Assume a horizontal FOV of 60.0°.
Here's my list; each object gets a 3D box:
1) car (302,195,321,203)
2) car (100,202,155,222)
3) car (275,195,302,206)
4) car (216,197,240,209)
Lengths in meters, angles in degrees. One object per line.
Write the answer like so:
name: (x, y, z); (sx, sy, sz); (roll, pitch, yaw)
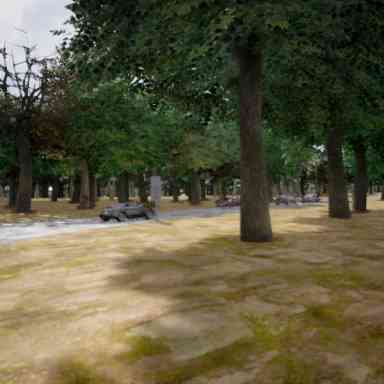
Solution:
car: (20.062, 1.188, 56.177); (2.033, 1.411, 5.357); (-2, -1, 38)
car: (-4.667, 1.396, 24.477); (1.994, 1.385, 4.181); (-2, -1, 38)
car: (13.682, 1.191, 47.928); (1.837, 1.490, 4.892); (-2, -1, 38)
car: (4.947, 1.361, 42.640); (1.812, 1.442, 4.674); (-2, -1, 38)
